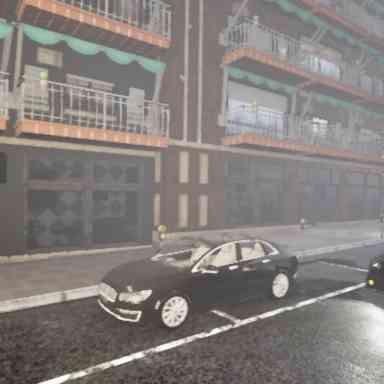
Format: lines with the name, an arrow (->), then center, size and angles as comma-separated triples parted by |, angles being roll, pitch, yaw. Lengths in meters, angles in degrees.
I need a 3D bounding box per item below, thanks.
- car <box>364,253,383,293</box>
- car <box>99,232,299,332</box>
car -> 5.740, 1.559, 7.465 | 4.181, 1.385, 1.994 | 0, 0, -35
car -> 0.350, 1.549, 6.775 | 4.403, 1.369, 2.008 | 0, 1, -35
